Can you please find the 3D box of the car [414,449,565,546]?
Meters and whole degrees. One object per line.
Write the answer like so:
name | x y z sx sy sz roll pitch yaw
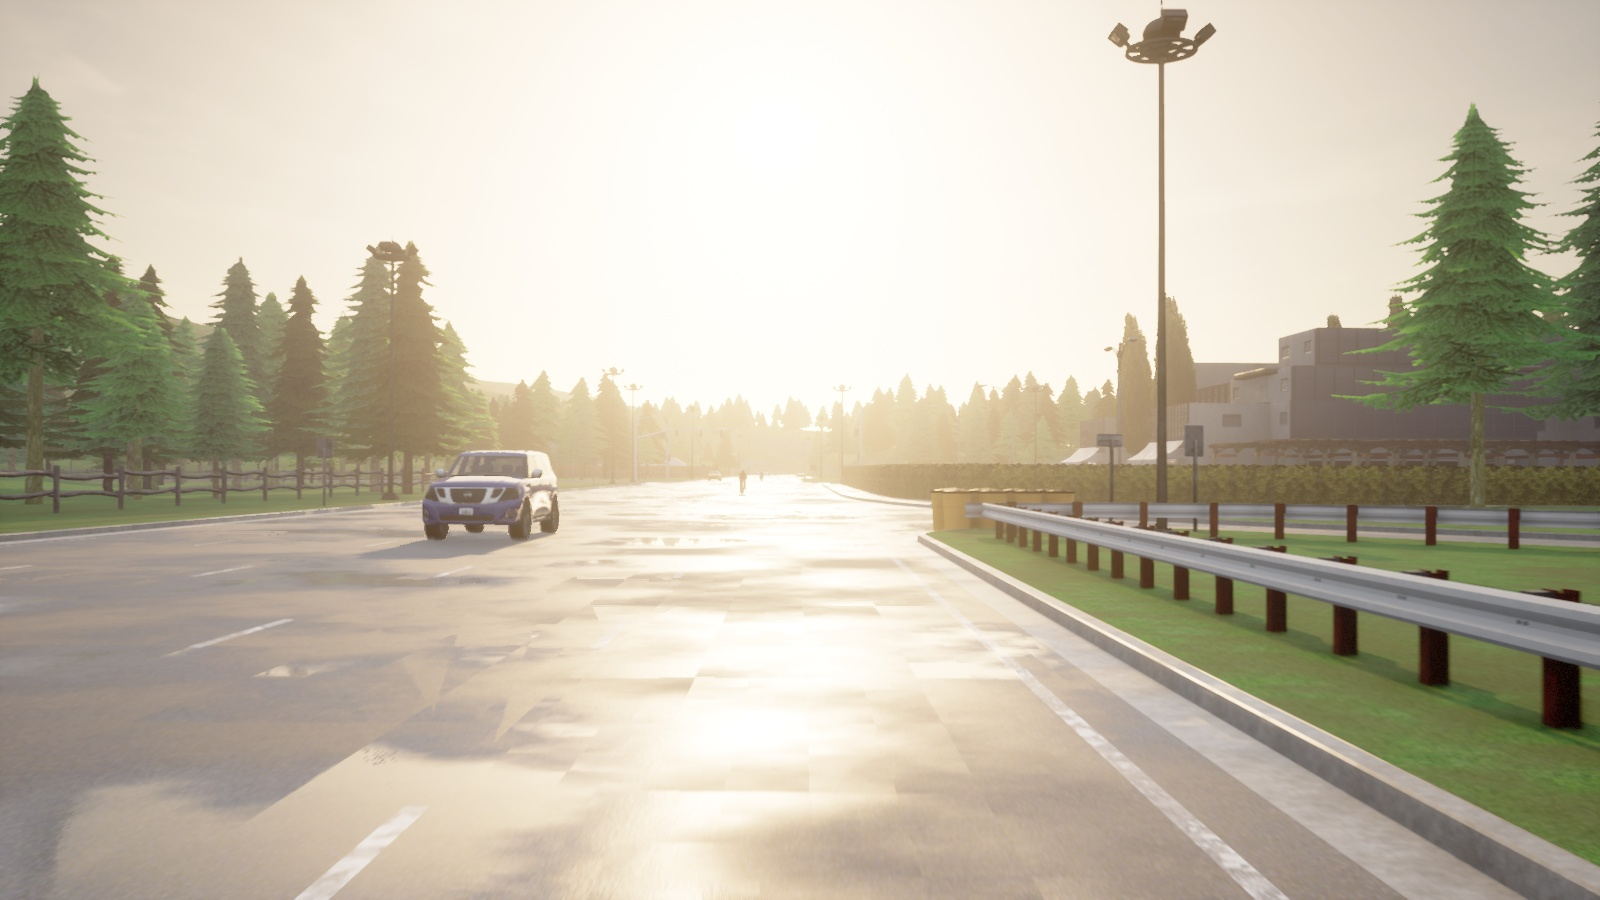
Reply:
car | -7.069 1.051 29.246 2.150 2.045 5.566 0 -1 0
